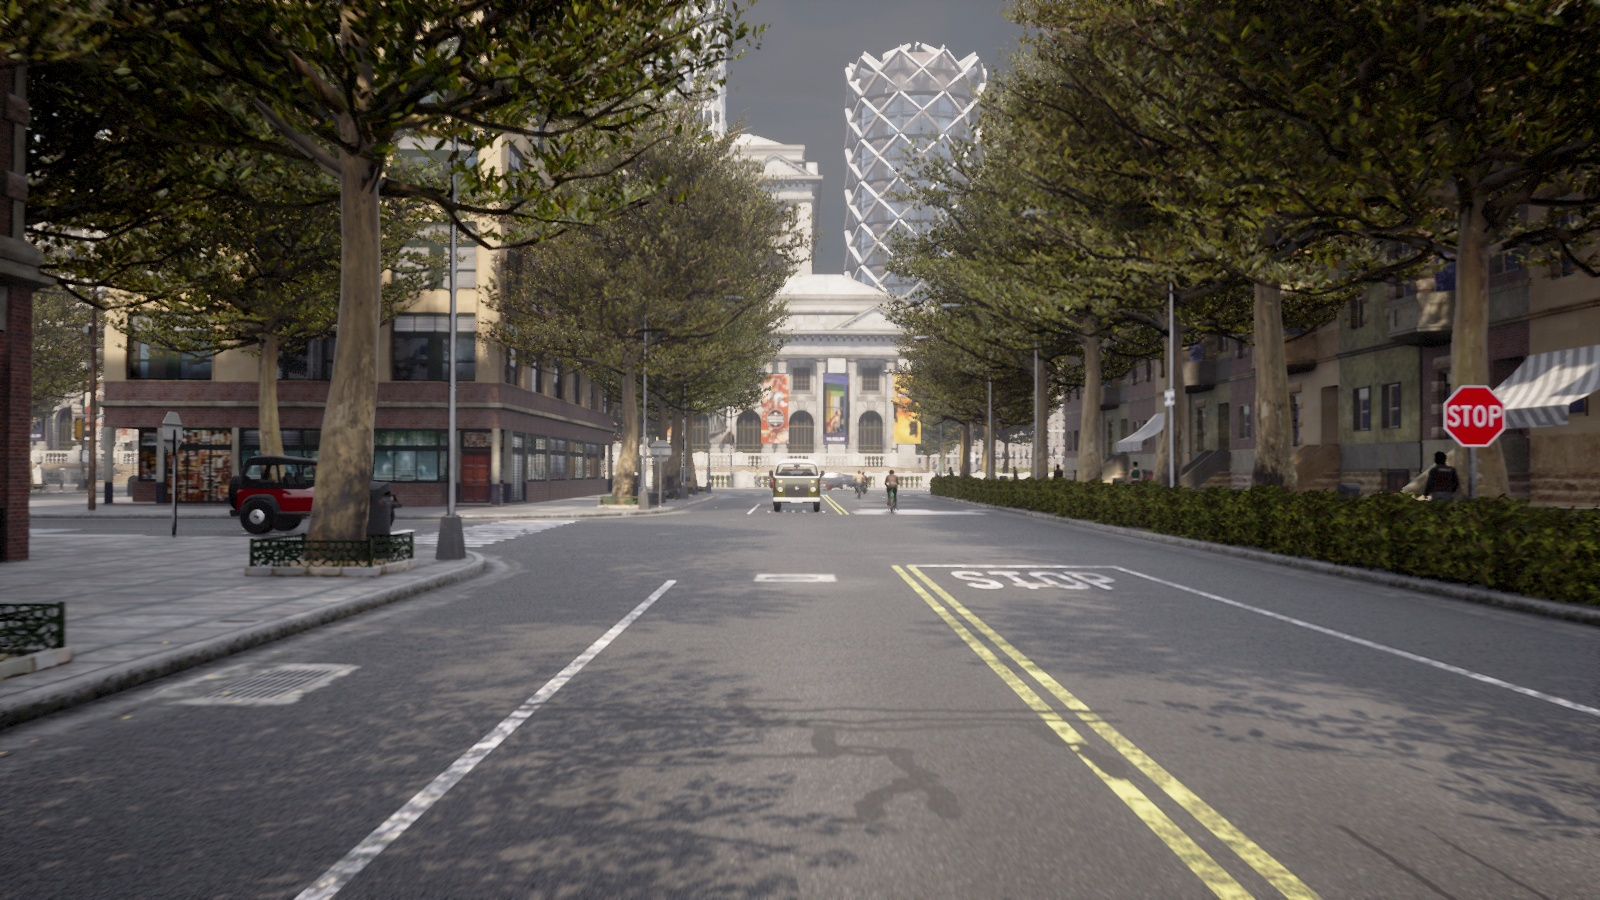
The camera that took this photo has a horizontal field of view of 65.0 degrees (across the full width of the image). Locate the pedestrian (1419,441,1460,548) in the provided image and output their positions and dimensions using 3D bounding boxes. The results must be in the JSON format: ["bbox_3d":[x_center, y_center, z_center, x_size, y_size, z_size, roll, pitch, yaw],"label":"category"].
[{"bbox_3d":[11.767,0.811,23.124,0.402,1.930,0.666,0,-1,2],"label":"pedestrian"}]

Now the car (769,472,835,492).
[{"bbox_3d":[0.164,2.368,92.809,4.792,1.488,2.163,0,-1,0],"label":"car"}]

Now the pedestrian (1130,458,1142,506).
[{"bbox_3d":[12.985,1.233,48.600,0.345,1.836,0.594,0,-1,6],"label":"pedestrian"}]

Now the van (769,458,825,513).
[{"bbox_3d":[-0.110,1.358,48.958,2.069,2.038,4.480,0,-1,0],"label":"van"}]

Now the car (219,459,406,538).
[{"bbox_3d":[-11.923,1.176,30.919,3.866,1.878,1.905,0,-1,-1],"label":"car"}]
